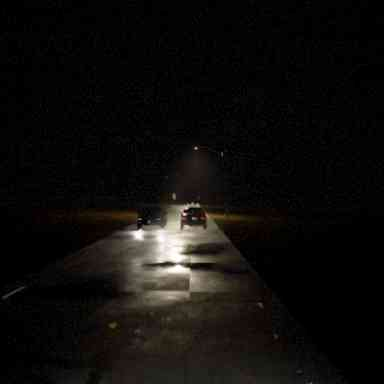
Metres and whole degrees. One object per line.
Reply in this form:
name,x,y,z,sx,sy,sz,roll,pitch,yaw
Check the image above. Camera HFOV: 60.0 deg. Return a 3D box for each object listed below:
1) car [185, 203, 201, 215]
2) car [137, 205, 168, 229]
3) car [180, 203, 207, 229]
car,0.108,2.073,41.801,1.895,1.301,4.718,0,-1,0
car,-2.781,1.753,24.103,1.837,1.490,4.892,0,-1,1
car,0.106,1.792,23.936,2.033,1.411,5.357,0,-1,0
